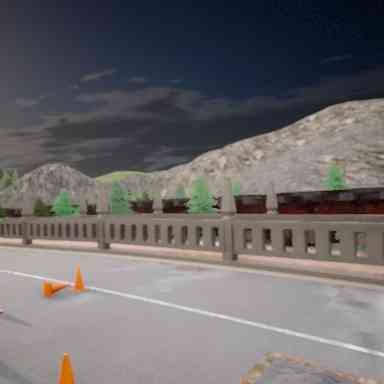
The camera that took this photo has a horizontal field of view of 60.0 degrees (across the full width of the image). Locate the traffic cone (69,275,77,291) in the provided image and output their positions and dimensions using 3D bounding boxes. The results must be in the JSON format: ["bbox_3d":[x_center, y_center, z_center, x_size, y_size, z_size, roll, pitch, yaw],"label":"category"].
[{"bbox_3d":[-3.129,2.237,7.836,0.340,0.340,0.580,-3,-2,37],"label":"traffic cone"}]

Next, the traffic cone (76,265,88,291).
[{"bbox_3d":[-2.825,2.121,8.275,0.340,0.580,0.340,-3,-2,36],"label":"traffic cone"}]

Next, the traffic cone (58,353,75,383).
[{"bbox_3d":[-1.328,2.002,3.511,0.340,0.580,0.340,-2,-1,36],"label":"traffic cone"}]

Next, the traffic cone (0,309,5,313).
[{"bbox_3d":[-3.992,2.117,6.655,0.340,0.580,0.340,-3,-2,36],"label":"traffic cone"}]
